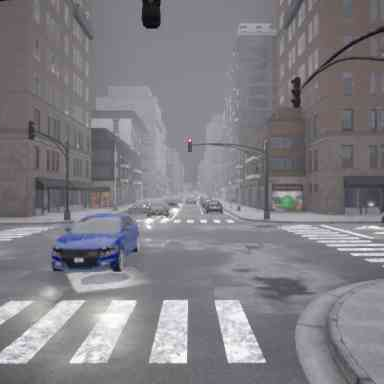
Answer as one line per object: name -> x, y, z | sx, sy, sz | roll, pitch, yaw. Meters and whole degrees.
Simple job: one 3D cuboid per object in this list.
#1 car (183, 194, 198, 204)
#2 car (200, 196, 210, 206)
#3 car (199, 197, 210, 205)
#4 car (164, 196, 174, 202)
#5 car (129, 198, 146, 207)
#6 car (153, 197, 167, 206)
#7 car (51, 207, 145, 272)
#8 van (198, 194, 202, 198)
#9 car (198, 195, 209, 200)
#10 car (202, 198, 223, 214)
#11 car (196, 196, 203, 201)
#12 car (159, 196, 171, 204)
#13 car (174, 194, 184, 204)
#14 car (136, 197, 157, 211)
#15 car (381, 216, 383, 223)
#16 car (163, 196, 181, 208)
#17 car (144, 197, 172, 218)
car -> -0.217, 1.661, 63.746 | 1.994, 1.385, 4.181 | 0, 0, 0
car -> 2.387, 1.641, 47.201 | 1.802, 1.307, 4.206 | 0, 0, 0
car -> 2.420, 1.647, 63.733 | 2.008, 1.369, 4.403 | 0, 0, 0
car -> -5.572, 1.694, 80.281 | 2.008, 1.369, 4.403 | 0, 0, 0
car -> -5.660, 1.480, 36.195 | 1.967, 1.590, 4.097 | 0, 0, 0
car -> -5.616, 1.634, 58.238 | 2.008, 1.369, 4.403 | 0, 0, 0
car -> -2.914, 1.476, 10.981 | 1.882, 1.535, 5.008 | 0, 0, -1
van -> 2.409, 1.424, 58.222 | 1.690, 1.788, 3.998 | 0, 0, 0
car -> 2.398, 1.637, 52.711 | 1.947, 1.339, 4.313 | 0, 0, 0
car -> 2.365, 1.606, 36.178 | 1.947, 1.339, 4.313 | 0, 0, 0
car -> 2.063, 1.698, 90.147 | 1.812, 1.442, 4.674 | 0, 0, 0
car -> -5.594, 1.552, 69.260 | 1.967, 1.590, 4.097 | 0, 0, 0
car -> -2.958, 1.701, 67.922 | 1.994, 1.385, 4.181 | 0, 0, 0
car -> -5.649, 1.490, 41.706 | 1.967, 1.590, 4.097 | 0, 0, 0
car -> 14.200, 1.511, 20.692 | 4.181, 1.385, 1.994 | 0, 0, 0
car -> -3.095, 1.663, 48.715 | 1.895, 1.301, 4.718 | 0, 0, 0
car -> -3.075, 1.536, 30.990 | 1.837, 1.490, 4.892 | 0, 0, -2
